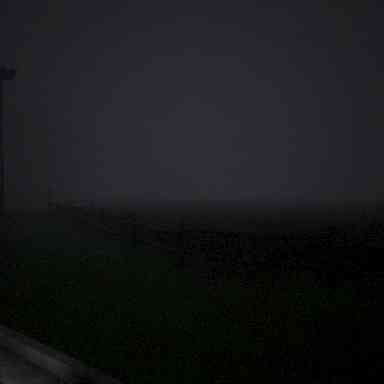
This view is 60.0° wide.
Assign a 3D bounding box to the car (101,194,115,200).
[{"bbox_3d":[-21.660,1.282,85.773,1.994,1.385,4.181,0,0,10],"label":"car"}]

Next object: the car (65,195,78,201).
[{"bbox_3d":[-26.948,1.431,76.137,2.033,1.411,5.357,0,0,10],"label":"car"}]

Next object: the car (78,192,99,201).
[{"bbox_3d":[-23.413,1.410,76.020,1.812,1.442,4.674,0,0,10],"label":"car"}]

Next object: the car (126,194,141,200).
[{"bbox_3d":[-14.770,1.279,84.534,2.033,1.411,5.357,0,0,10],"label":"car"}]

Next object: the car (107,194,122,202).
[{"bbox_3d":[-16.614,1.395,74.279,1.837,1.490,4.892,0,0,10],"label":"car"}]

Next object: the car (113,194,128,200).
[{"bbox_3d":[-18.215,1.212,85.153,1.882,1.535,5.008,0,0,10],"label":"car"}]

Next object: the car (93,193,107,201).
[{"bbox_3d":[-19.985,1.454,75.308,1.994,1.385,4.181,0,0,10],"label":"car"}]

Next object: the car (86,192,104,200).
[{"bbox_3d":[-25.099,0.950,86.421,2.150,2.045,5.566,0,0,10],"label":"car"}]

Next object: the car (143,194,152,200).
[{"bbox_3d":[-11.325,1.284,83.915,2.033,1.411,5.357,0,0,10],"label":"car"}]

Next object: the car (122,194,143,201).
[{"bbox_3d":[-13.169,1.400,73.660,1.837,1.490,4.892,0,0,10],"label":"car"}]
